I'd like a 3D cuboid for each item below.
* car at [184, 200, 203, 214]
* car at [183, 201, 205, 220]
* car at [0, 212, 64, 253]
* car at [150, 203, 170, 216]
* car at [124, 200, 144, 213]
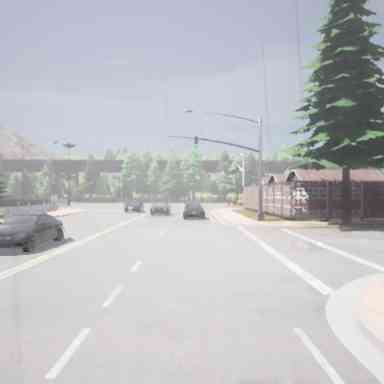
[{"bbox_3d":[0.167,1.761,39.593,2.128,1.511,4.902,0,0,1],"label":"car"},{"bbox_3d":[0.185,1.773,30.690,1.994,1.385,4.181,0,0,-1],"label":"car"},{"bbox_3d":[-7.068,1.623,14.334,1.812,1.442,4.674,0,0,0],"label":"car"},{"bbox_3d":[-3.354,1.846,36.014,1.895,1.301,4.718,0,0,0],"label":"car"},{"bbox_3d":[-6.972,1.766,40.256,2.128,1.511,4.902,0,-1,1],"label":"car"}]
